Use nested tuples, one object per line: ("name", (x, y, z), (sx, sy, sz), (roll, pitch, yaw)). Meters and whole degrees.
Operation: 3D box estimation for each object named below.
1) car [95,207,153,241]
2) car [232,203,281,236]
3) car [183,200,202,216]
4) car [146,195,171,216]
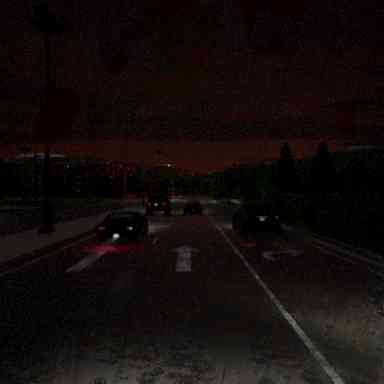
("car", (-3.404, 1.676, 17.127), (1.895, 1.301, 4.718), (0, 0, 0))
("car", (3.599, 1.438, 19.251), (2.097, 1.767, 4.553), (0, 0, 0))
("car", (0.093, 1.633, 35.341), (1.882, 1.535, 5.008), (0, 0, 0))
("car", (-3.407, 1.363, 34.218), (2.150, 2.045, 5.566), (0, -1, 0))
